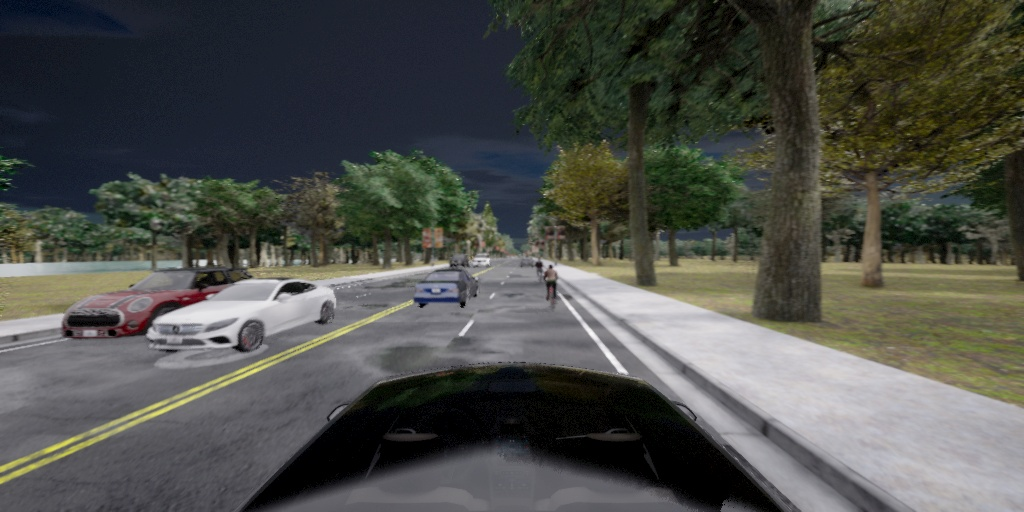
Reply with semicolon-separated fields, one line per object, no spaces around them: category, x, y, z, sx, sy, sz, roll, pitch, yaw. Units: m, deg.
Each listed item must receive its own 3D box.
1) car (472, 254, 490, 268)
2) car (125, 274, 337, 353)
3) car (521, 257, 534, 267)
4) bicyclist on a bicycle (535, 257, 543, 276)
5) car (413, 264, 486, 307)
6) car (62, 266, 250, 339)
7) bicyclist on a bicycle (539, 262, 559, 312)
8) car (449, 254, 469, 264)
car;-4.460;0.682;52.892;2.150;2.045;5.566;-1;0;3
car;-6.245;1.290;9.059;1.812;1.442;4.674;-1;0;2
car;2.241;0.882;53.628;2.128;1.511;4.902;-1;0;2
bicyclist on a bicycle;1.867;0.953;24.526;0.659;1.776;1.843;-1;1;2
car;-2.557;1.236;15.041;2.033;1.411;5.357;-1;0;2
car;-9.449;1.139;10.333;2.097;1.767;4.553;-1;0;2
bicyclist on a bicycle;1.395;1.118;12.711;0.582;1.620;1.656;-1;0;2
car;-7.707;0.713;52.916;2.150;2.045;5.566;-1;0;3
